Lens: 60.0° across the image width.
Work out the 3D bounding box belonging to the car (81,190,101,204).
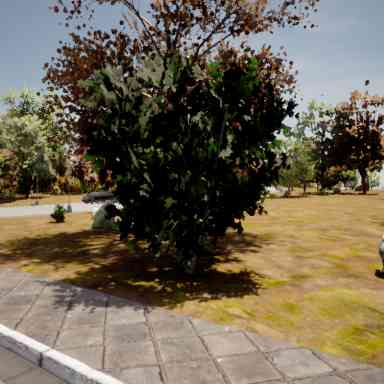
[{"bbox_3d":[-14.493,0.759,52.091,2.150,2.045,5.566,0,2,39],"label":"car"}]
